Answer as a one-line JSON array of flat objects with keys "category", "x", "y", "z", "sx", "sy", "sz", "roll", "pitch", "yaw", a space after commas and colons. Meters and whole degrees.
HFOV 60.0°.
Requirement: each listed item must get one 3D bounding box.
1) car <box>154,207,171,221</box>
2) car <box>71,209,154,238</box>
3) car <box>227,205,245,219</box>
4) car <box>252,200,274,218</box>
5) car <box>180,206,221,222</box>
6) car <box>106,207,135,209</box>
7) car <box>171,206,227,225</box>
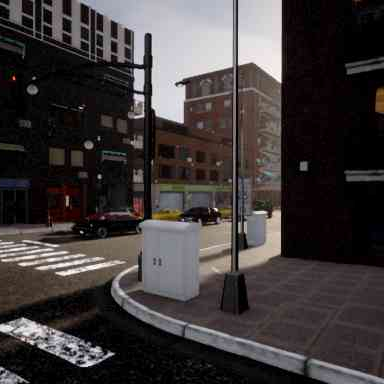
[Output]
[{"category": "car", "x": -2.353, "y": 1.944, "z": 27.528, "sx": 1.752, "sy": 1.417, "sz": 4.829, "roll": -1, "pitch": -2, "yaw": 35}, {"category": "car", "x": -4.667, "y": 1.881, "z": 19.663, "sx": 1.895, "sy": 1.301, "sz": 4.718, "roll": 0, "pitch": -1, "yaw": 35}, {"category": "car", "x": 3.969, "y": 2.153, "z": 36.587, "sx": 1.752, "sy": 1.417, "sz": 4.829, "roll": -1, "pitch": -2, "yaw": 35}, {"category": "car", "x": 7.096, "y": 1.890, "z": 36.502, "sx": 2.150, "sy": 2.045, "sz": 5.566, "roll": 0, "pitch": -1, "yaw": 35}, {"category": "car", "x": 0.905, "y": 2.092, "z": 32.196, "sx": 1.947, "sy": 1.339, "sz": 4.313, "roll": -1, "pitch": -2, "yaw": 35}, {"category": "car", "x": -5.416, "y": 1.758, "z": 23.141, "sx": 1.967, "sy": 1.590, "sz": 4.097, "roll": -1, "pitch": -2, "yaw": 35}, {"category": "car", "x": 0.700, "y": 1.962, "z": 27.349, "sx": 1.837, "sy": 1.490, "sz": 4.892, "roll": 0, "pitch": -1, "yaw": 35}]
